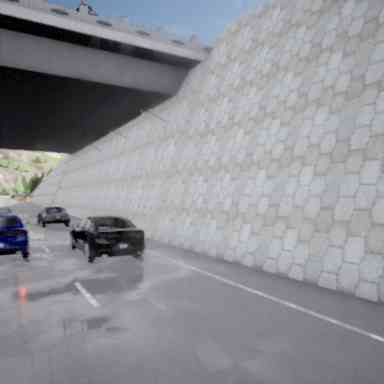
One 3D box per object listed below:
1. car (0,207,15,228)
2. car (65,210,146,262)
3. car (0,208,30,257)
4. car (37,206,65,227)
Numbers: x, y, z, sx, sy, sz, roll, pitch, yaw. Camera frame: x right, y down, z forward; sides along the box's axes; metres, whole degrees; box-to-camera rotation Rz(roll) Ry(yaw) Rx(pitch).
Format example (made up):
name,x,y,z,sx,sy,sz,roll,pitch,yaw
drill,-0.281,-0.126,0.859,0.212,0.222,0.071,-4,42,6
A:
name,x,y,z,sx,sy,sz,roll,pitch,yaw
car,-14.134,1.813,24.370,1.895,1.301,4.718,1,-1,-30
car,-3.423,1.610,12.897,1.882,1.535,5.008,1,-1,-30
car,-7.477,1.591,12.947,1.882,1.535,5.008,1,0,-30
car,-10.335,1.782,24.767,2.033,1.411,5.357,1,-1,-30
